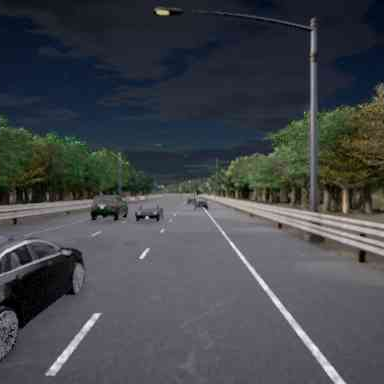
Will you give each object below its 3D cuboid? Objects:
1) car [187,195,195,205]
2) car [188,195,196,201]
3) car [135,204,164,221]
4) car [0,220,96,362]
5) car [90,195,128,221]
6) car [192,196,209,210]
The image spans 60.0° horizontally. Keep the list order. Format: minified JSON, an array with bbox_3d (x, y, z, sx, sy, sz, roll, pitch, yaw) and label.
[{"bbox_3d":[-0.017,1.638,63.368,1.837,1.490,4.892,0,0,0],"label":"car"},{"bbox_3d":[-0.022,1.487,81.986,1.837,1.490,4.892,0,0,0],"label":"car"},{"bbox_3d":[-3.408,1.663,27.489,1.895,1.301,4.718,0,0,0],"label":"car"},{"bbox_3d":[-3.402,1.508,5.849,2.128,1.511,4.902,0,0,0],"label":"car"},{"bbox_3d":[-6.908,1.285,28.217,2.150,2.045,5.566,0,0,0],"label":"car"},{"bbox_3d":[1.212,1.601,44.883,1.837,1.490,4.892,0,0,0],"label":"car"}]
